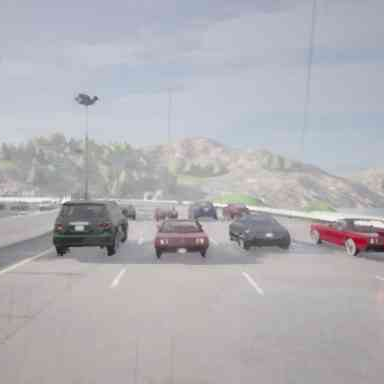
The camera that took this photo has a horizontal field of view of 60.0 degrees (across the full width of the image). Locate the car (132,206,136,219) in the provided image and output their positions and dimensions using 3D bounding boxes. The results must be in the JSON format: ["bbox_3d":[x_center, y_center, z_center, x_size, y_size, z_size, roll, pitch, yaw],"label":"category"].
[{"bbox_3d":[-6.321,1.831,31.572,1.994,1.385,4.181,0,0,-10],"label":"car"}]

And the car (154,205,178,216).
[{"bbox_3d":[-2.388,1.840,29.487,1.895,1.301,4.718,0,0,-9],"label":"car"}]

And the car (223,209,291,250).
[{"bbox_3d":[2.870,1.674,15.013,1.994,1.385,4.181,0,0,-4],"label":"car"}]

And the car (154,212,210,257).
[{"bbox_3d":[-0.487,1.708,13.411,1.895,1.301,4.718,0,0,-4],"label":"car"}]

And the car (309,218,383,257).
[{"bbox_3d":[6.522,1.688,13.432,1.895,1.301,4.718,0,0,-4],"label":"car"}]

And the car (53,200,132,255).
[{"bbox_3d":[-4.041,1.344,14.043,2.150,2.045,5.566,0,0,-4],"label":"car"}]

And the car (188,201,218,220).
[{"bbox_3d":[0.905,1.592,30.847,2.097,1.767,4.553,0,0,-9],"label":"car"}]

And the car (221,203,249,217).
[{"bbox_3d":[4.211,1.766,32.209,1.812,1.442,4.674,0,0,-10],"label":"car"}]
